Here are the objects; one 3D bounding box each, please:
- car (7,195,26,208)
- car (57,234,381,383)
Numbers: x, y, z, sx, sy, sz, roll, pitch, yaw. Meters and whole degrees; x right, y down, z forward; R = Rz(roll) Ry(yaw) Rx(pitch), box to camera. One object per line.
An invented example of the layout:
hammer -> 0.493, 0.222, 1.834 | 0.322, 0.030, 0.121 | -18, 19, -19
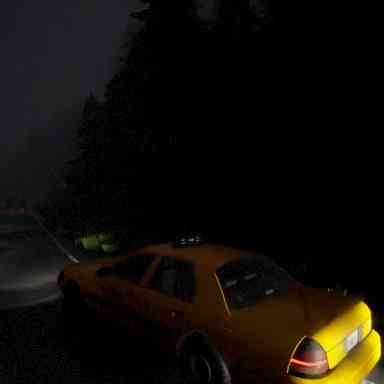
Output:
car -> -21.123, 1.059, 40.059 | 2.128, 1.511, 4.902 | -2, 2, -26
car -> -0.248, 1.418, 5.079 | 5.366, 1.575, 1.801 | 1, 1, 44
